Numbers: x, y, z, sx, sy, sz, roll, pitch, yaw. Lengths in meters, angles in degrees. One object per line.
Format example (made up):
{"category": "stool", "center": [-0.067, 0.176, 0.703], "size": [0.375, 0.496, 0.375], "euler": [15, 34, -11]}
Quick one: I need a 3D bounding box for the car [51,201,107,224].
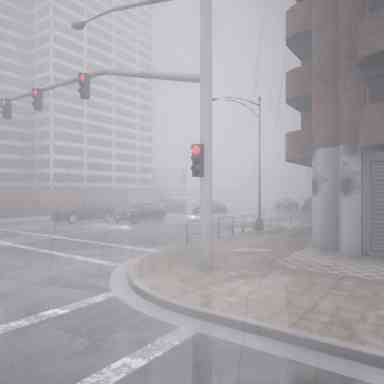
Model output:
{"category": "car", "center": [-8.141, 1.478, 25.206], "size": [1.882, 1.535, 5.008], "euler": [0, 0, 35]}

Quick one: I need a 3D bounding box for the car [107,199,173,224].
{"category": "car", "center": [-3.840, 1.526, 25.193], "size": [1.812, 1.442, 4.674], "euler": [0, 0, 35]}

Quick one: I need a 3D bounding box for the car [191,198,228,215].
{"category": "car", "center": [1.855, 1.564, 33.247], "size": [1.994, 1.385, 4.181], "euler": [0, 0, 36]}

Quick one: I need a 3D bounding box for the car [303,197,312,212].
{"category": "car", "center": [14.500, 1.352, 38.698], "size": [2.097, 1.767, 4.553], "euler": [0, 0, 35]}

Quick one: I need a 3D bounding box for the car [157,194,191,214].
{"category": "car", "center": [-2.566, 1.352, 33.074], "size": [2.097, 1.767, 4.553], "euler": [0, 0, 35]}

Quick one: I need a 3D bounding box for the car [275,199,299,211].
{"category": "car", "center": [11.620, 1.526, 40.716], "size": [1.812, 1.442, 4.674], "euler": [0, 0, 35]}
